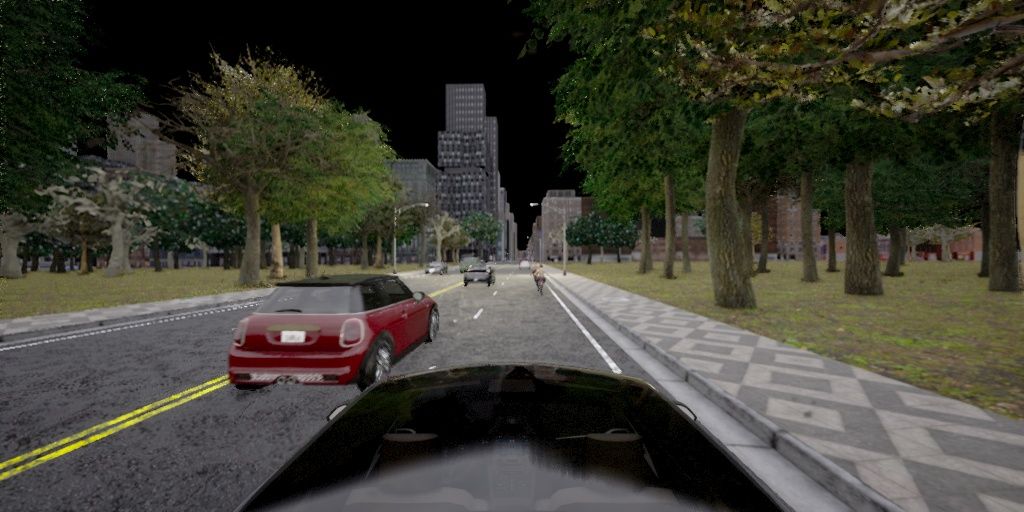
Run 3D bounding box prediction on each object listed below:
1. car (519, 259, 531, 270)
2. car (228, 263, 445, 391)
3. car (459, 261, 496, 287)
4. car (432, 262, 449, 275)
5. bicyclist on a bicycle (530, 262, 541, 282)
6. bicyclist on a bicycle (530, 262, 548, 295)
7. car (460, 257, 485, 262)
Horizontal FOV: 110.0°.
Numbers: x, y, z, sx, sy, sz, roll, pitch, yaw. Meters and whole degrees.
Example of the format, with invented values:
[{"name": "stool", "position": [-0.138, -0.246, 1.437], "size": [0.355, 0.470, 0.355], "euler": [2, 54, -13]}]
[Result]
[{"name": "car", "position": [2.251, 1.613, 62.534], "size": [1.812, 1.442, 4.674], "euler": [0, -1, 2]}, {"name": "car", "position": [-2.908, 1.128, 7.009], "size": [2.097, 1.767, 4.553], "euler": [0, 0, 2]}, {"name": "car", "position": [-2.262, 1.354, 25.805], "size": [2.128, 1.511, 4.902], "euler": [0, 0, 2]}, {"name": "car", "position": [-8.457, 1.446, 40.576], "size": [2.128, 1.511, 4.902], "euler": [0, 0, 2]}, {"name": "bicyclist on a bicycle", "position": [1.941, 1.315, 29.841], "size": [0.866, 1.612, 1.509], "euler": [0, 0, 2]}, {"name": "bicyclist on a bicycle", "position": [1.565, 1.262, 19.413], "size": [0.866, 1.612, 1.509], "euler": [0, 0, 2]}, {"name": "car", "position": [-5.069, 1.197, 44.584], "size": [2.150, 2.045, 5.566], "euler": [0, 0, 2]}]
